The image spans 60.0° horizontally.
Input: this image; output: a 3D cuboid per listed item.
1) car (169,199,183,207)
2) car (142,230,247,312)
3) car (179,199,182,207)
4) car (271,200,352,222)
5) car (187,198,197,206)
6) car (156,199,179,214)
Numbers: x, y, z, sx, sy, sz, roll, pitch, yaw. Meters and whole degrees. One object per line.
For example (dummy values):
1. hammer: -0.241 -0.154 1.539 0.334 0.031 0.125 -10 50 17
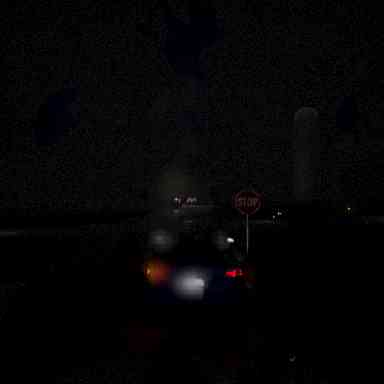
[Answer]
1. car: -2.843 1.940 59.884 2.128 1.511 4.902 0 -1 0
2. car: 0.072 1.575 7.827 1.994 1.385 4.181 0 0 1
3. car: -2.858 1.858 47.295 1.895 1.301 4.718 0 -1 0
4. car: 8.400 1.282 23.570 5.357 1.411 2.033 -2 -1 -4
5. car: -0.028 1.946 68.668 2.097 1.767 4.553 0 -1 0
6. car: -2.869 1.694 37.376 2.033 1.411 5.357 0 0 0
